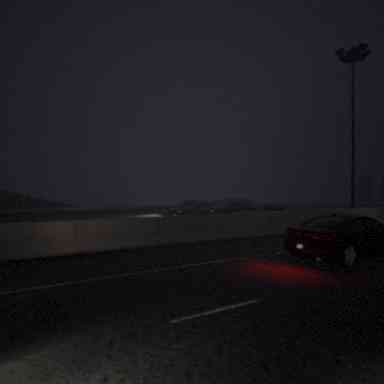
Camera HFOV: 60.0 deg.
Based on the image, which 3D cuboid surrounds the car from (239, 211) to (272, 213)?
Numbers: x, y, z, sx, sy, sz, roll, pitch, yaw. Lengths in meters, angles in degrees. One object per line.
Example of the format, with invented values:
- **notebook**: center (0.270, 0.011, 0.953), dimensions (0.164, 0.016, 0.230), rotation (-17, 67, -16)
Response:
- **car**: center (5.074, 1.579, 23.556), dimensions (4.718, 1.301, 1.895), rotation (0, 0, -30)

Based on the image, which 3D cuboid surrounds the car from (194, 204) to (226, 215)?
- **car**: center (3.033, 1.449, 26.394), dimensions (5.008, 1.535, 1.882), rotation (0, 0, -29)

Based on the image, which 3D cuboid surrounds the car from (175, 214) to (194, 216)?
- **car**: center (0.810, 1.513, 29.188), dimensions (5.357, 1.411, 2.033), rotation (0, 0, -30)

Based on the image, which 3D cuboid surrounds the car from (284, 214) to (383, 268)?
- **car**: center (5.324, 1.471, 11.265), dimensions (5.008, 1.535, 1.882), rotation (0, 0, -32)
